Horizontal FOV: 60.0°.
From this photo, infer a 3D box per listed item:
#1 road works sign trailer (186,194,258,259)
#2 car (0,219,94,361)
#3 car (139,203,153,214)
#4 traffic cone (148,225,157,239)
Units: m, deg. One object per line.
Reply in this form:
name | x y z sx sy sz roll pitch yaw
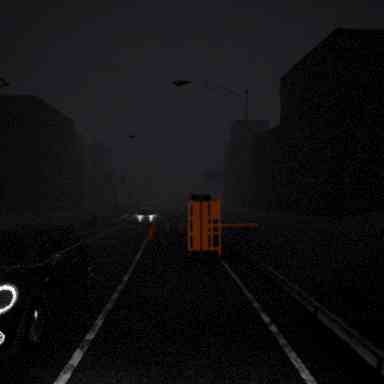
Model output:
road works sign trailer | 0.788 1.251 13.475 2.880 2.380 3.560 0 -1 -13
car | -3.336 1.418 6.158 2.097 1.767 4.553 0 -1 -3
car | -6.728 2.400 48.826 1.882 1.535 5.008 0 0 -5
traffic cone | -2.284 2.303 18.578 0.340 0.580 0.340 -1 -2 -5
